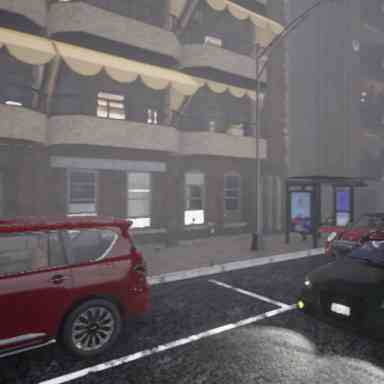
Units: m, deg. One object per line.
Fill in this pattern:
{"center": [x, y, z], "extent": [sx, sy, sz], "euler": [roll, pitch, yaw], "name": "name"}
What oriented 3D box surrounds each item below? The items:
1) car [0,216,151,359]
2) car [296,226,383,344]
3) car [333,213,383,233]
{"center": [-2.964, 1.315, 4.446], "extent": [5.009, 1.841, 2.192], "euler": [0, 0, -36], "name": "car"}
{"center": [3.836, 1.560, 6.113], "extent": [4.181, 1.385, 1.994], "euler": [0, 0, -36], "name": "car"}
{"center": [6.233, 1.433, 11.006], "extent": [4.097, 1.590, 1.967], "euler": [0, 0, -36], "name": "car"}
